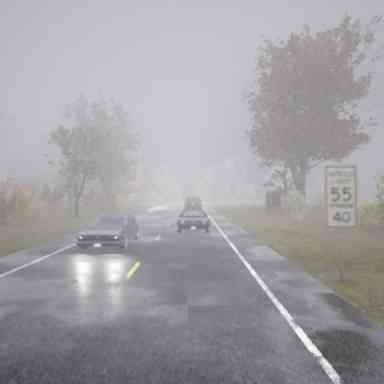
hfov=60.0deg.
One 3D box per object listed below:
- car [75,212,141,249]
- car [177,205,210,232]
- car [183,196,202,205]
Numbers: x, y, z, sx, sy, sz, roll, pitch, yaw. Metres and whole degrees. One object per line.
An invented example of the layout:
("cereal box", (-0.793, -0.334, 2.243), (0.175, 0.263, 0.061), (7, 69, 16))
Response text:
("car", (-3.567, 1.651, 15.238), (2.033, 1.411, 5.357), (0, 0, 0))
("car", (0.099, 1.748, 20.983), (1.895, 1.301, 4.718), (0, 0, 0))
("car", (0.118, 1.558, 42.146), (2.150, 2.045, 5.566), (0, -1, 0))
